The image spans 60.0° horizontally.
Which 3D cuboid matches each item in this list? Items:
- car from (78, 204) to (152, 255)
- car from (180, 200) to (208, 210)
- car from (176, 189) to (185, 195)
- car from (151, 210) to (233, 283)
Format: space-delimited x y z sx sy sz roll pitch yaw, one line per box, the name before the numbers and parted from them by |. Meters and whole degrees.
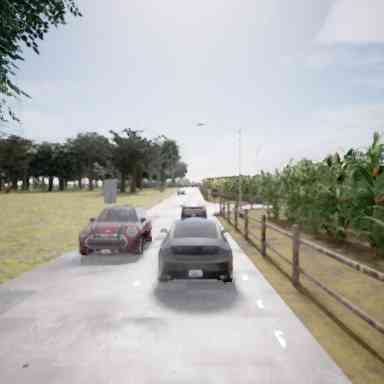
car | -2.810 1.338 13.118 2.097 1.767 4.553 0 0 0
car | 0.142 1.354 24.999 2.128 1.511 4.902 0 1 0
car | -2.540 -0.034 76.501 2.128 1.511 4.902 0 2 0
car | 0.097 1.508 9.694 1.837 1.490 4.892 0 1 0
